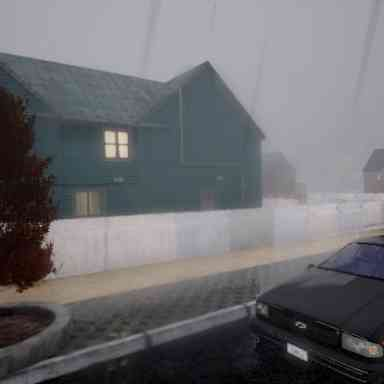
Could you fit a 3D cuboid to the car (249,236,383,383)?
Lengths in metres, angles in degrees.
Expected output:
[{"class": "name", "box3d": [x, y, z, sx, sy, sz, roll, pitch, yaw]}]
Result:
[{"class": "car", "box3d": [3.417, 1.489, 5.502, 5.357, 1.411, 2.033, -1, 0, -35]}]
